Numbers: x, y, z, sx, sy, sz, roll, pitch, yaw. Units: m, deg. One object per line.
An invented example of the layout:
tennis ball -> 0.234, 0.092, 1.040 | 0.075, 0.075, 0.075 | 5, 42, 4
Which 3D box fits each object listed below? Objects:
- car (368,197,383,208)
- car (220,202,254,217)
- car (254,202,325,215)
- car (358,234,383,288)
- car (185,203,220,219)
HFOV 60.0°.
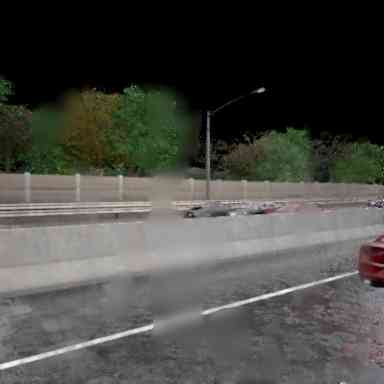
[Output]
car -> 27.108, 1.460, 47.889 | 4.902, 1.511, 2.128 | 0, 0, -38
car -> 4.842, 1.474, 24.585 | 4.902, 1.511, 2.128 | 0, 0, -35
car -> 6.611, 1.461, 21.549 | 5.008, 1.535, 1.882 | 0, 0, -35
car -> 6.002, 1.470, 8.007 | 5.008, 1.535, 1.882 | 0, 0, -35
car -> 1.486, 1.547, 26.498 | 4.181, 1.385, 1.994 | 0, 0, -35
